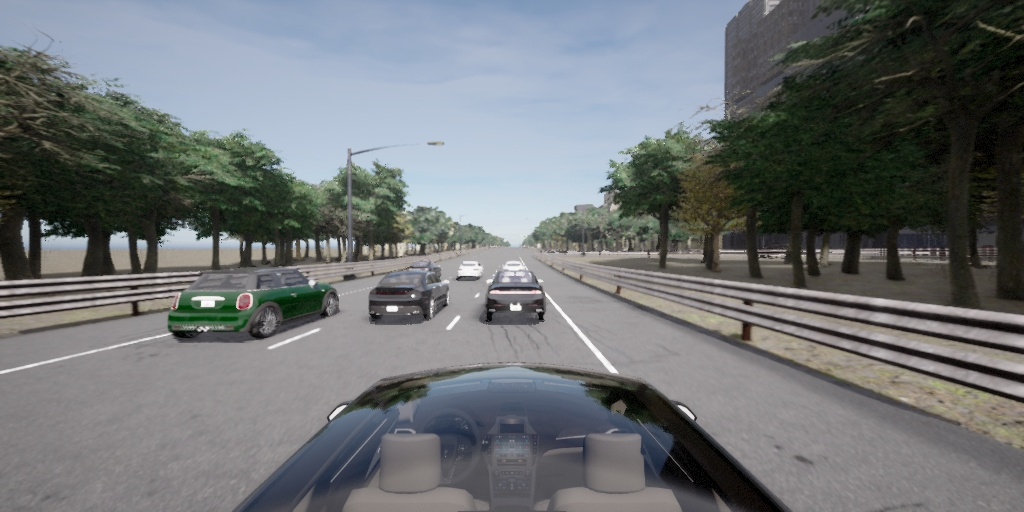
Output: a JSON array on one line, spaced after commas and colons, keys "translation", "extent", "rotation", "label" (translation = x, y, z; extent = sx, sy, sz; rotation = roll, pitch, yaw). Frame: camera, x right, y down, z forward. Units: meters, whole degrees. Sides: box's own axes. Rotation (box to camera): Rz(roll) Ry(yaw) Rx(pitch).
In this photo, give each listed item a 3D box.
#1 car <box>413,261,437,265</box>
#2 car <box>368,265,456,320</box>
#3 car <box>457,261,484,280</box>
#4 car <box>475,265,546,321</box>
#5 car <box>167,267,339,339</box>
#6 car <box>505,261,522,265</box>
[{"translation": [-6.884, 1.129, 28.617], "extent": [2.128, 1.511, 4.902], "rotation": [0, 1, 0], "label": "car"}, {"translation": [-3.392, 1.248, 12.584], "extent": [1.837, 1.490, 4.892], "rotation": [0, 0, 0], "label": "car"}, {"translation": [-3.385, 1.147, 29.664], "extent": [1.812, 1.442, 4.674], "rotation": [0, 1, 0], "label": "car"}, {"translation": [0.107, 1.234, 12.424], "extent": [2.128, 1.511, 4.902], "rotation": [0, 0, 0], "label": "car"}, {"translation": [-6.894, 1.098, 10.253], "extent": [2.097, 1.767, 4.553], "rotation": [0, 0, 0], "label": "car"}, {"translation": [0.131, 1.147, 29.682], "extent": [1.812, 1.442, 4.674], "rotation": [0, 1, 0], "label": "car"}]
